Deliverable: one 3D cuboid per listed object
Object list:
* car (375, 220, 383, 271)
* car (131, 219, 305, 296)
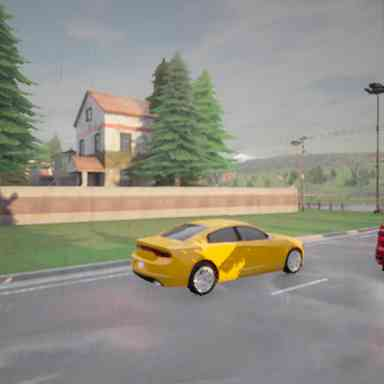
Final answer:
[{"bbox_3d":[7.054,1.186,8.792,5.566,2.045,2.150,0,0,-35],"label":"car"},{"bbox_3d":[0.895,1.460,8.714,5.008,1.535,1.882,0,0,-35],"label":"car"}]
